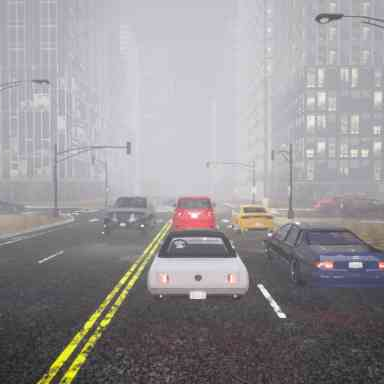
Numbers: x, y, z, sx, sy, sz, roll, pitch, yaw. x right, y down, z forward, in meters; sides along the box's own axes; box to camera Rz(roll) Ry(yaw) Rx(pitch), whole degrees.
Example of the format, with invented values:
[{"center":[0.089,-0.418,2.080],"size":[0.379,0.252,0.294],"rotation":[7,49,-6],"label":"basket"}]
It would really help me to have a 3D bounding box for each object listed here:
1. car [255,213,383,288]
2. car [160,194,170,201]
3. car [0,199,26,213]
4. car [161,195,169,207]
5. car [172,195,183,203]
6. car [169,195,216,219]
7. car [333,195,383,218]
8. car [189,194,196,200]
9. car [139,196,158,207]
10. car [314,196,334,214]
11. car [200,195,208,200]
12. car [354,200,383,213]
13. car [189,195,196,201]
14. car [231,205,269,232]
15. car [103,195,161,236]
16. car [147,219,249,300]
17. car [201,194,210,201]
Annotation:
[{"center":[3.364,1.543,9.327],"size":[2.033,1.411,5.357],"rotation":[0,0,0],"label":"car"},{"center":[-6.415,1.279,80.589],"size":[2.097,1.767,4.553],"rotation":[0,0,0],"label":"car"},{"center":[-19.357,1.406,33.943],"size":[4.181,1.385,1.994],"rotation":[1,1,1],"label":"car"},{"center":[-3.285,1.526,51.149],"size":[1.994,1.385,4.181],"rotation":[0,0,0],"label":"car"},{"center":[-3.175,1.462,71.497],"size":[2.128,1.511,4.902],"rotation":[0,0,0],"label":"car"},{"center":[0.119,1.211,18.059],"size":[2.150,2.045,5.566],"rotation":[0,0,0],"label":"car"},{"center":[16.234,1.517,30.731],"size":[5.009,1.841,2.192],"rotation":[1,0,1],"label":"car"},{"center":[0.098,1.430,91.955],"size":[1.812,1.442,4.674],"rotation":[0,0,0],"label":"car"},{"center":[-6.541,1.454,50.715],"size":[2.128,1.511,4.902],"rotation":[0,0,0],"label":"car"},{"center":[16.439,1.332,36.515],"size":[5.566,2.045,2.150],"rotation":[1,1,1],"label":"car"},{"center":[3.349,1.444,92.370],"size":[2.033,1.411,5.357],"rotation":[0,0,0],"label":"car"},{"center":[21.851,1.641,39.012],"size":[4.829,1.417,1.752],"rotation":[1,0,1],"label":"car"},{"center":[0.087,1.446,82.154],"size":[1.812,1.442,4.674],"rotation":[0,0,0],"label":"car"},{"center":[3.374,1.467,19.146],"size":[1.882,1.535,5.008],"rotation":[0,0,1],"label":"car"},{"center":[-3.288,1.213,18.676],"size":[2.150,2.045,5.566],"rotation":[0,0,1],"label":"car"},{"center":[0.110,1.597,8.300],"size":[1.895,1.301,4.718],"rotation":[0,0,0],"label":"car"},{"center":[3.337,1.400,82.011],"size":[1.882,1.535,5.008],"rotation":[0,0,0],"label":"car"}]
